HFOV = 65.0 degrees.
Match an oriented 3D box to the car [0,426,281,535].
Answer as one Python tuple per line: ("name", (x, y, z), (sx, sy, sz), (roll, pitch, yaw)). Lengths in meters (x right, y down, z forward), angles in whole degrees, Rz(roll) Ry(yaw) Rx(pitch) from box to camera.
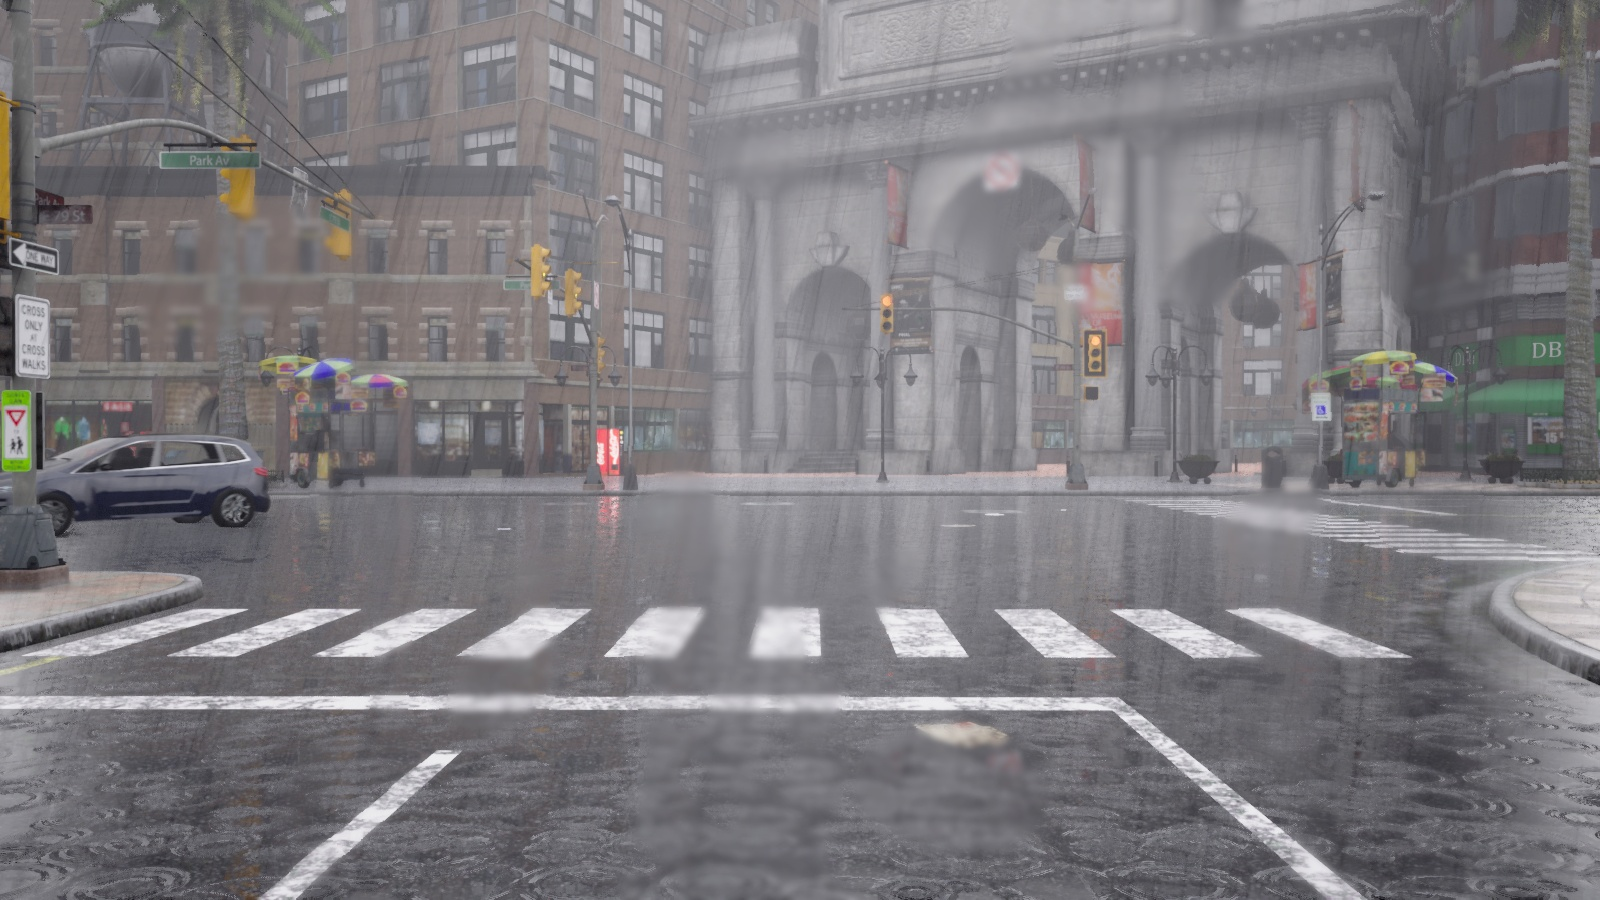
("car", (-11.697, 0.460, 21.573), (2.242, 1.667, 4.611), (0, 0, 41))
